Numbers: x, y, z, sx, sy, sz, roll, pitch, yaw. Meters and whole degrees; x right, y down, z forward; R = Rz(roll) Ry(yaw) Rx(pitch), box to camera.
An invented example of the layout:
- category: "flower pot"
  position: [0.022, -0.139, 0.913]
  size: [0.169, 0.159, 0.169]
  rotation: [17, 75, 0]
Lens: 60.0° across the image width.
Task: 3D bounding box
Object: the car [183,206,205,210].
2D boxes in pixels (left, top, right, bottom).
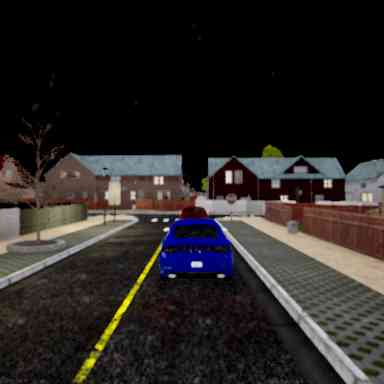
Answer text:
- category: "car"
  position: [0.130, 1.658, 21.767]
  size: [1.882, 1.535, 5.008]
  rotation: [0, 0, 0]

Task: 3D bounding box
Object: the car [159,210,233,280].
- category: "car"
  position: [0.113, 1.563, 10.281]
  size: [1.882, 1.535, 5.008]
  rotation: [0, 0, 0]
